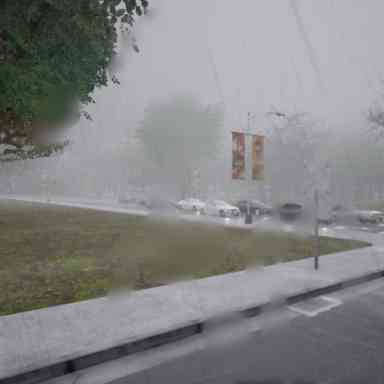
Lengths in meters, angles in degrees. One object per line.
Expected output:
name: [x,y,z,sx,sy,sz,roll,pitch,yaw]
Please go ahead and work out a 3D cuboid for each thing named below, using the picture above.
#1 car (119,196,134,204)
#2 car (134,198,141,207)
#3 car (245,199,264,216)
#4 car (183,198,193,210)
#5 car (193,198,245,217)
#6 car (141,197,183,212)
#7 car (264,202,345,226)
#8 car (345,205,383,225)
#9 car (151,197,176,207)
car: [-12.288,1.474,63.041,1.812,1.442,4.674,0,0,-35]
car: [-6.258,1.559,48.715,1.895,1.301,4.718,0,0,-35]
car: [5.775,1.473,31.754,1.837,1.490,4.892,0,0,-35]
car: [0.071,1.488,39.790,1.812,1.442,4.674,0,0,-36]
car: [2.419,1.499,30.839,1.812,1.442,4.674,0,0,-35]
car: [-3.643,1.514,39.376,2.033,1.411,5.357,0,0,-36]
car: [7.748,1.487,23.385,1.837,1.490,4.892,0,0,-35]
car: [11.202,1.578,24.137,1.895,1.301,4.718,0,0,-35]
car: [-4.476,1.478,52.080,1.812,1.442,4.674,0,0,-36]
